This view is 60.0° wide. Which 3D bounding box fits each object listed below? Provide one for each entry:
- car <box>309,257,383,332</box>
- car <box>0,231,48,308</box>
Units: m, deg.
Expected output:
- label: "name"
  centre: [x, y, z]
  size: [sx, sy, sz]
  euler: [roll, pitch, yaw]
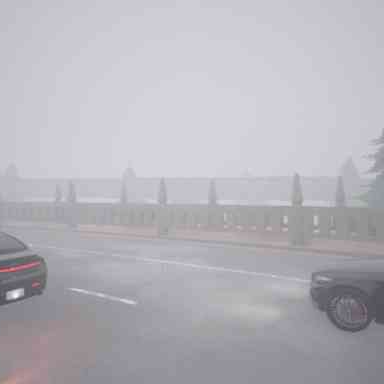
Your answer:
- label: "car"
  centre: [4.244, 1.493, 5.083]
  size: [4.674, 1.442, 1.812]
  euler: [0, 0, 35]
- label: "car"
  centre: [-5.115, 1.513, 6.955]
  size: [4.892, 1.490, 1.837]
  euler: [0, 0, 31]
